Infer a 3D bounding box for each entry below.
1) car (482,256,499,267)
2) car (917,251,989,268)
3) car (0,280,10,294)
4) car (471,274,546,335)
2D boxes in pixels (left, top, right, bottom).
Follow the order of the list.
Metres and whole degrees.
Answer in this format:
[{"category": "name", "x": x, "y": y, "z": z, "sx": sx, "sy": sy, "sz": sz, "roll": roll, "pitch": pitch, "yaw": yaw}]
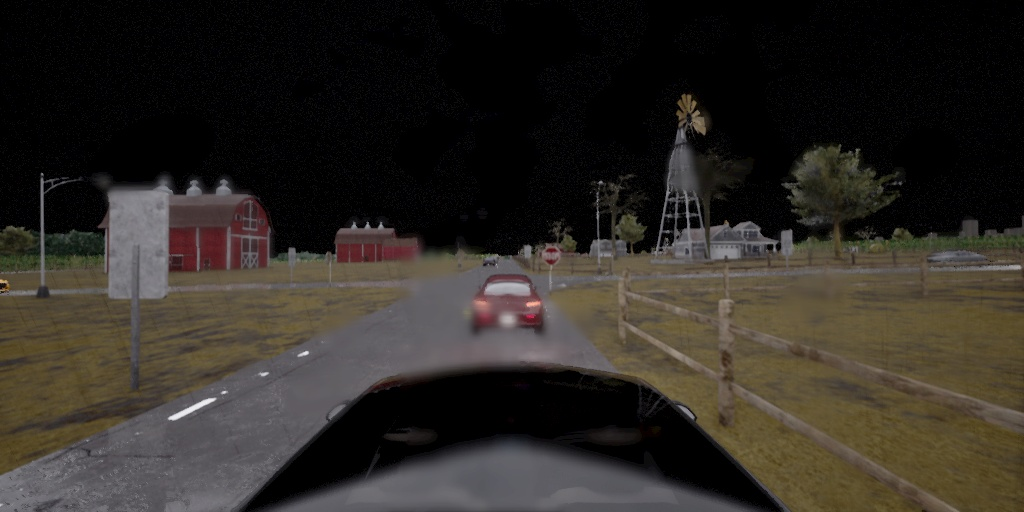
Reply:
[{"category": "car", "x": -3.466, "y": 0.925, "z": 54.763, "sx": 2.033, "sy": 1.411, "sz": 5.357, "roll": 0, "pitch": 0, "yaw": 0}, {"category": "car", "x": 35.677, "y": 0.275, "z": 29.097, "sx": 4.181, "sy": 1.385, "sz": 1.994, "roll": -1, "pitch": -1, "yaw": -1}, {"category": "car", "x": -38.436, "y": 1.974, "z": 25.047, "sx": 5.008, "sy": 1.535, "sz": 1.882, "roll": -1, "pitch": -1, "yaw": -1}, {"category": "car", "x": -0.095, "y": 1.237, "z": 10.248, "sx": 1.812, "sy": 1.442, "sz": 4.674, "roll": 0, "pitch": 0, "yaw": 0}]
